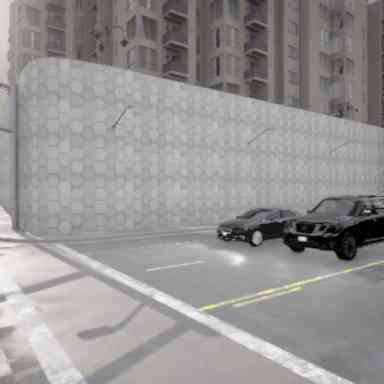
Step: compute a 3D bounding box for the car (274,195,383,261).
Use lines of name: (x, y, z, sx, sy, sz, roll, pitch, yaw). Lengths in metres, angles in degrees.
car: (5.856, 1.166, 12.463, 5.566, 2.045, 2.150, 0, 0, -35)

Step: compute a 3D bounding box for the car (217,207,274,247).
car: (3.310, 1.452, 14.950, 4.892, 1.490, 1.837, 0, 0, -36)

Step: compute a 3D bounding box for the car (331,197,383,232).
car: (10.692, 1.257, 20.215, 4.553, 1.767, 2.097, 0, 0, -36)
